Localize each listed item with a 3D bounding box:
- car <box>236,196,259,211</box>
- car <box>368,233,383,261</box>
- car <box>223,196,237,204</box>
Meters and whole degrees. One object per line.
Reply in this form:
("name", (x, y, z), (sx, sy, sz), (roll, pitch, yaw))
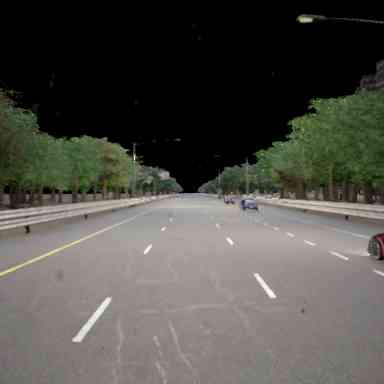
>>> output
("car", (7.021, 1.608, 41.584), (1.812, 1.442, 4.674), (0, 0, 0))
("car", (7.001, 1.585, 9.683), (1.994, 1.385, 4.181), (0, 0, 0))
("car", (7.038, 1.714, 64.144), (1.895, 1.301, 4.718), (0, 0, 0))
